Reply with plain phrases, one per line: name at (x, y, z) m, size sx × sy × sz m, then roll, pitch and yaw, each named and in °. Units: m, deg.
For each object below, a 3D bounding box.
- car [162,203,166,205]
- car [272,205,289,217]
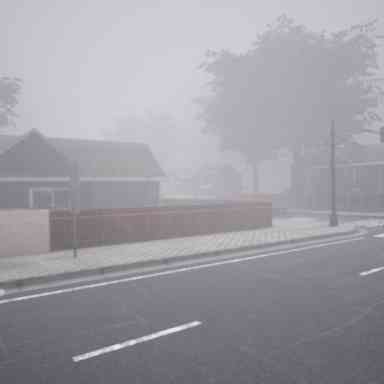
car at (-4.762, 1.590, 46.704) m, size 1.994 × 1.385 × 4.181 m, roll -1°, pitch 0°, yaw -30°
car at (6.111, 1.497, 28.937) m, size 1.895 × 1.301 × 4.718 m, roll -1°, pitch 0°, yaw -33°
